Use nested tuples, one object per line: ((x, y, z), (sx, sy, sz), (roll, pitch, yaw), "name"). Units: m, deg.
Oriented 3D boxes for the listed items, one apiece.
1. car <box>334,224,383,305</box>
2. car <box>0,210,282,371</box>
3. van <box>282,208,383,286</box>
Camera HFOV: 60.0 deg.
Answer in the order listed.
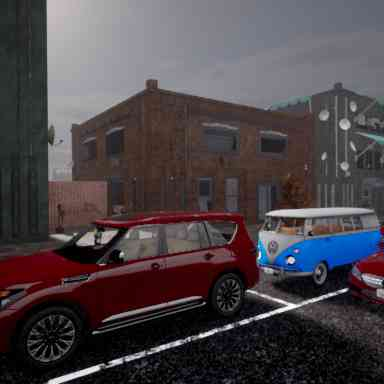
((5.258, 1.523, 7.133), (4.674, 1.442, 1.812), (0, 0, -36), "car")
((-0.996, 1.314, 5.855), (5.009, 1.841, 2.192), (0, -1, -36), "car")
((3.519, 1.339, 9.081), (3.998, 1.788, 1.690), (0, -1, -36), "van")
